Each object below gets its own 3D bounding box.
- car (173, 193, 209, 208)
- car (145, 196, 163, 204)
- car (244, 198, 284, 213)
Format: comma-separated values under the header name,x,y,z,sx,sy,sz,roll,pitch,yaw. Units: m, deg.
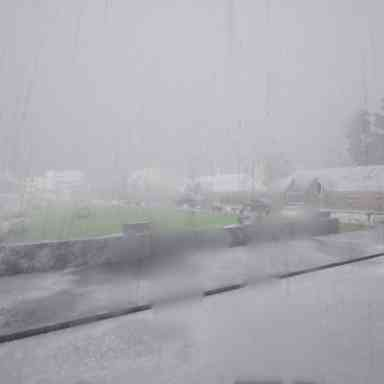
name,x,y,z,sx,sy,sz,roll,pitch,yaw
car,0.070,1.223,47.996,2.150,2.045,5.566,0,0,-35
car,-7.606,1.478,65.827,1.882,1.535,5.008,0,0,-35
car,7.930,1.505,36.940,1.837,1.490,4.892,0,0,-35
